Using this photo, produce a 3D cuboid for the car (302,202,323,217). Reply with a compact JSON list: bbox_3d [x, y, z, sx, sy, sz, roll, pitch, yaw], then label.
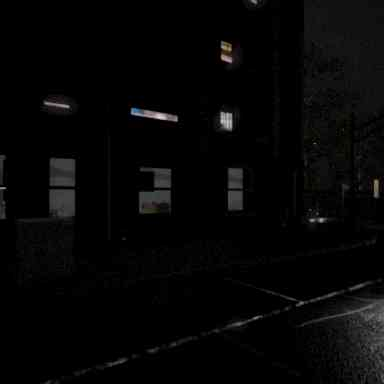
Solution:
[{"bbox_3d":[8.139,1.258,27.856,2.033,1.411,5.357,0,1,-36],"label":"car"}]
